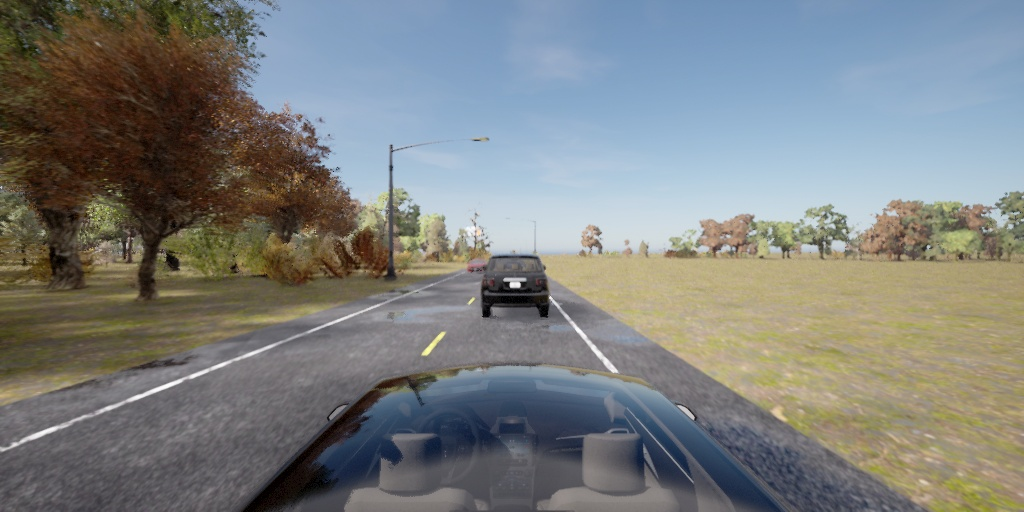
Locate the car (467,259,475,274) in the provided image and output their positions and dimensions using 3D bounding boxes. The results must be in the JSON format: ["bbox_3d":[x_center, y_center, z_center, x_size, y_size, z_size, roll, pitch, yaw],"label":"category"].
[{"bbox_3d":[-3.585,1.053,37.754,1.882,1.535,5.008,0,0,0],"label":"car"}]

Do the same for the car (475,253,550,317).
[{"bbox_3d":[0.097,0.917,13.065,2.150,2.045,5.566,0,0,0],"label":"car"}]
